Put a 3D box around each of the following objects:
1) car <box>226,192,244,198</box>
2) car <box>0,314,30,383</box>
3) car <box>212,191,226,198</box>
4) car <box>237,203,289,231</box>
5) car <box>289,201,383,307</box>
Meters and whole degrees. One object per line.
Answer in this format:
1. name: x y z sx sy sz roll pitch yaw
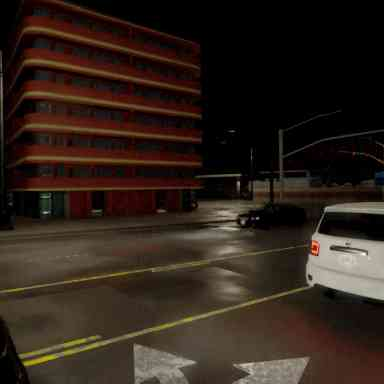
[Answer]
1. car: 11.435 0.817 85.121 3.806 1.475 1.970 -1 1 -35
2. car: -3.632 1.222 1.162 5.566 2.045 2.150 0 0 -35
3. car: 7.469 0.671 89.348 4.611 1.667 2.242 -1 1 -35
4. car: 4.908 1.456 20.287 4.902 1.511 2.128 0 0 -35
5. car: 4.812 1.217 7.158 5.566 2.045 2.150 0 0 -35
